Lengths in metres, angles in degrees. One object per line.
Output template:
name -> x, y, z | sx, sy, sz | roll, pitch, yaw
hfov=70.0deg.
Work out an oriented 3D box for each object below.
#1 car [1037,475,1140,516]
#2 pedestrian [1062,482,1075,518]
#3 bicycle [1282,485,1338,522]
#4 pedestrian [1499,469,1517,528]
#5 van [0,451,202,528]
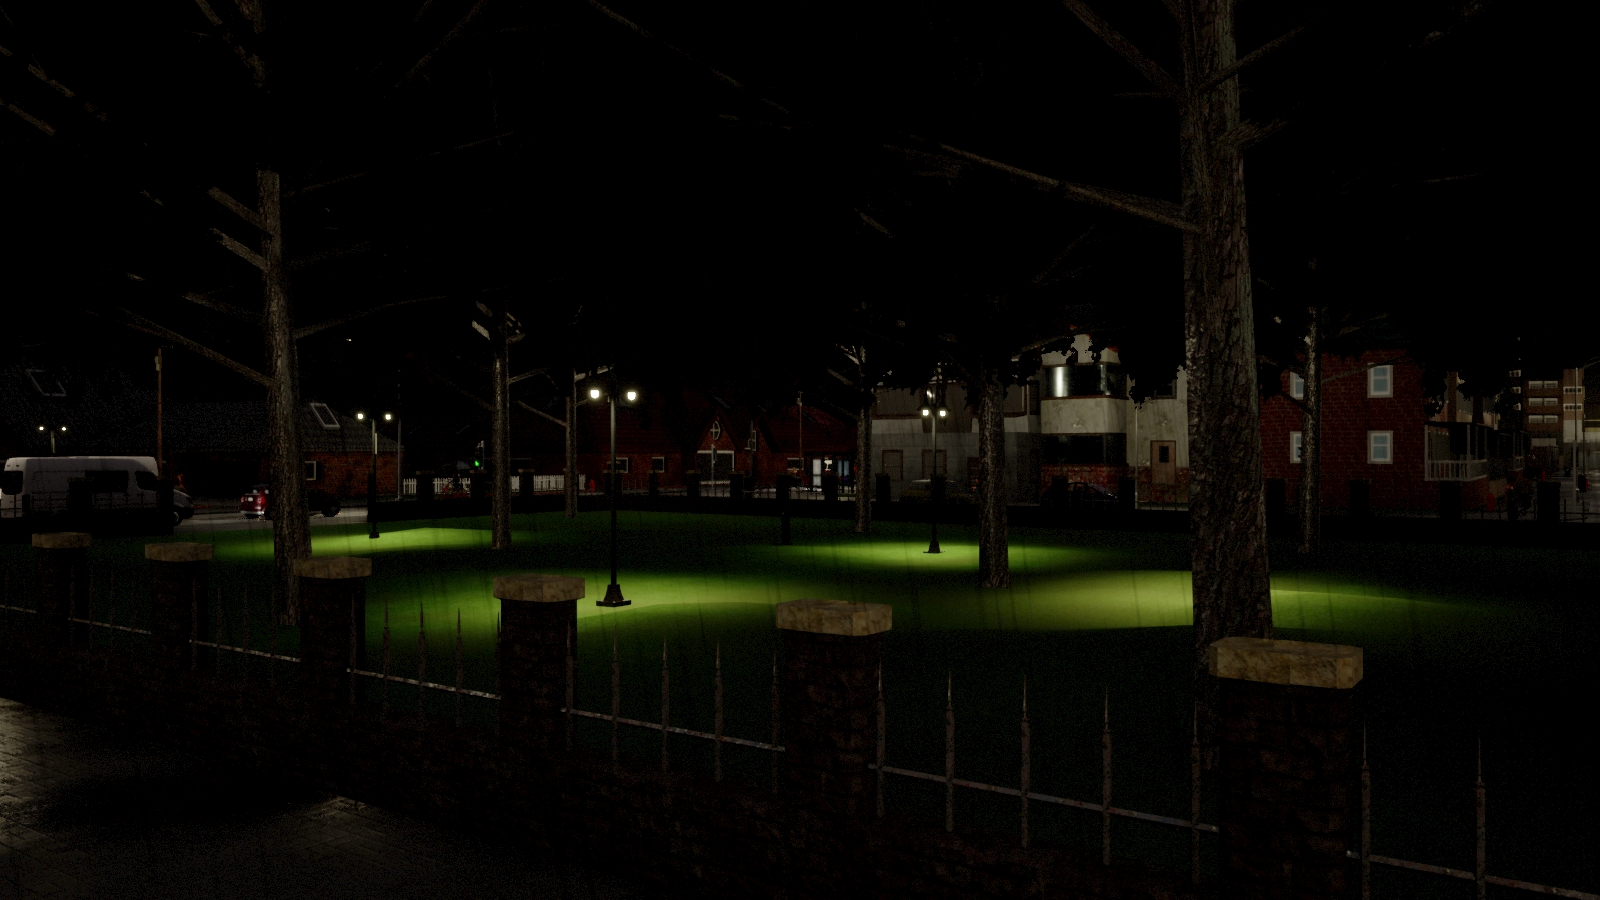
car -> 11.752, 1.818, 46.570 | 3.633, 1.501, 1.845 | 0, 0, 35
pedestrian -> 9.757, 1.804, 41.455 | 0.375, 1.300, 0.375 | 0, 0, 29
bicycle -> 18.620, 1.940, 41.732 | 1.835, 1.271, 0.329 | 0, 0, 35
pedestrian -> 22.514, 1.525, 36.321 | 0.375, 1.860, 0.375 | 0, 0, -38
van -> -24.847, 1.314, 40.778 | 1.988, 2.561, 5.915 | 0, 0, 36
